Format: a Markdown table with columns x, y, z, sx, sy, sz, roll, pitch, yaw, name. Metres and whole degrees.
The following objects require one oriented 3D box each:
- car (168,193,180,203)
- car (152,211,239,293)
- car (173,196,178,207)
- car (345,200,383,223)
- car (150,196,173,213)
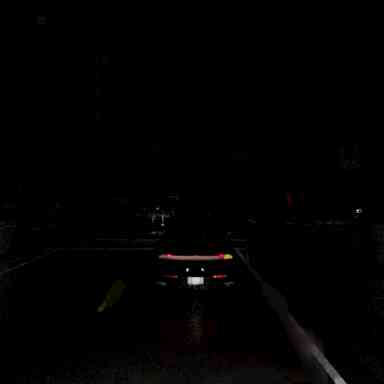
| x | y | z | sx | sy | sz | roll | pitch | yaw | name |
| --- | --- | --- | --- | --- | --- | --- | --- | --- | --- |
| -3.549 | 1.249 | 67.655 | 2.150 | 2.045 | 5.566 | 0 | 0 | 0 | car |
| 0.084 | 1.496 | 8.855 | 2.128 | 1.511 | 4.902 | 0 | 0 | 0 | car |
| -3.616 | 1.623 | 51.304 | 1.895 | 1.301 | 4.718 | 0 | 0 | 0 | car |
| 13.917 | 1.378 | 24.794 | 4.553 | 1.767 | 2.097 | 0 | 0 | -1 | car |
| -3.616 | 1.507 | 37.315 | 2.128 | 1.511 | 4.902 | 0 | 0 | 0 | car |
